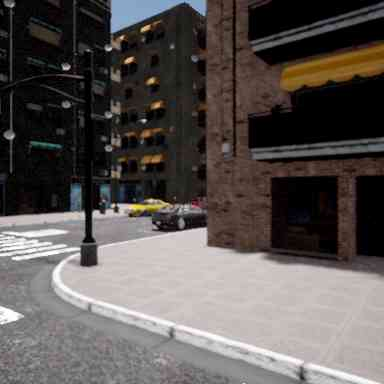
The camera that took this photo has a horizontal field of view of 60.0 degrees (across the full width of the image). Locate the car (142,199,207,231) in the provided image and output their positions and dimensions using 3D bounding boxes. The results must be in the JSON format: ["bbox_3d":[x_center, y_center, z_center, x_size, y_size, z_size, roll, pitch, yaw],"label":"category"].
[{"bbox_3d":[-0.468,1.336,19.075,2.008,1.369,4.403,1,1,36],"label":"car"}]

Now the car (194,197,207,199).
[{"bbox_3d":[0.774,1.203,29.978,1.812,1.442,4.674,0,1,36],"label":"car"}]

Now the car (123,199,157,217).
[{"bbox_3d":[-3.624,1.259,28.133,1.752,1.417,4.829,1,1,36],"label":"car"}]
